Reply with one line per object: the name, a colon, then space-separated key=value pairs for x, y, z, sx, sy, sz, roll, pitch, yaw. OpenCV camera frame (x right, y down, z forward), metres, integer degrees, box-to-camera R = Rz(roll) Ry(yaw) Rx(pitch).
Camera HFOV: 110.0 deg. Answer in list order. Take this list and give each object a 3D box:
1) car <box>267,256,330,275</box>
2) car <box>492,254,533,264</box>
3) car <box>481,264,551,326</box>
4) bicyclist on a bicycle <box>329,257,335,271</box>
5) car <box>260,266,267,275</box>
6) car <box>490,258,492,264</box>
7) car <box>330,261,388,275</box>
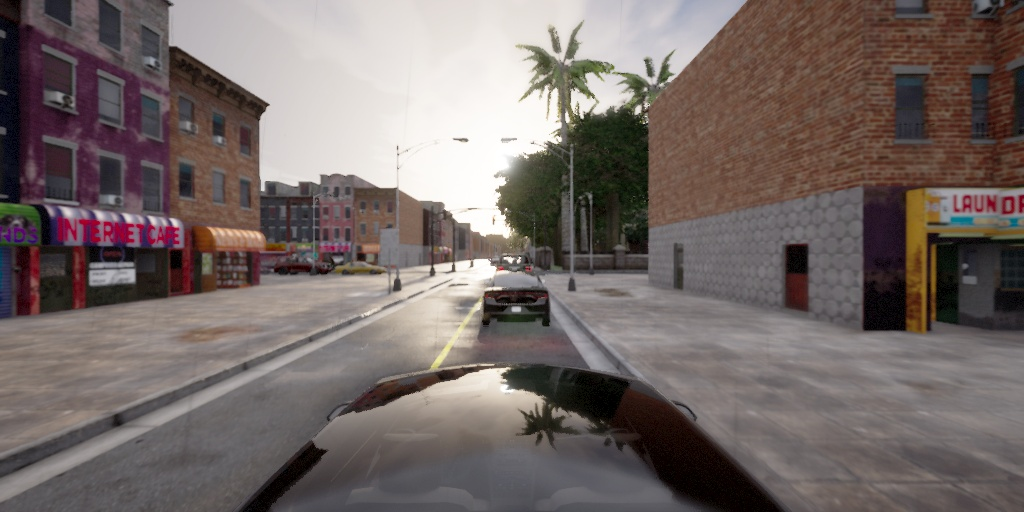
car: x=-20.050 y=0.954 z=34.428 sx=5.009 sy=1.841 sz=2.192 roll=0 pitch=0 yaw=0
car: x=0.110 y=0.872 z=21.845 sx=2.150 sy=2.045 sz=5.566 roll=0 pitch=0 yaw=-1
car: x=0.104 y=1.178 z=11.471 sx=1.882 sy=1.535 sz=5.008 roll=0 pitch=0 yaw=0
bicyclist on a bicycle: x=-20.130 y=0.920 z=40.069 sx=0.582 sy=1.620 sz=1.656 roll=0 pitch=0 yaw=0
car: x=-25.502 y=1.235 z=34.423 sx=4.207 sy=1.307 sz=1.802 roll=0 pitch=0 yaw=0
car: x=-2.759 y=0.825 z=64.736 sx=2.097 sy=1.767 sz=4.553 roll=0 pitch=0 yaw=1
car: x=-14.428 y=1.150 z=34.432 sx=4.829 sy=1.417 sz=1.751 roll=0 pitch=0 yaw=0
